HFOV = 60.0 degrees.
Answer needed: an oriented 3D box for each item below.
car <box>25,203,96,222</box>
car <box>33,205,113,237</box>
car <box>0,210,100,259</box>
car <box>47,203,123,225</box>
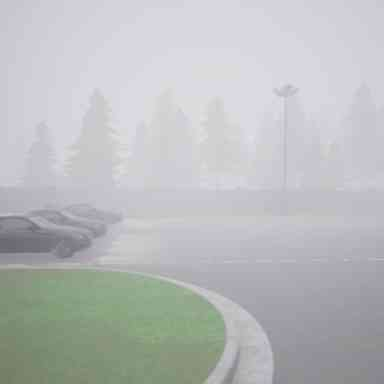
[{"bbox_3d":[-9.890,1.540,25.321,4.718,1.301,1.895,0,0,-6],"label":"car"},{"bbox_3d":[-6.232,1.487,15.153,4.674,1.442,1.812,0,0,-6],"label":"car"},{"bbox_3d":[-5.875,1.490,11.672,4.674,1.442,1.812,0,0,-6],"label":"car"},{"bbox_3d":[-6.945,1.481,22.117,4.674,1.442,1.812,0,0,-6],"label":"car"}]
